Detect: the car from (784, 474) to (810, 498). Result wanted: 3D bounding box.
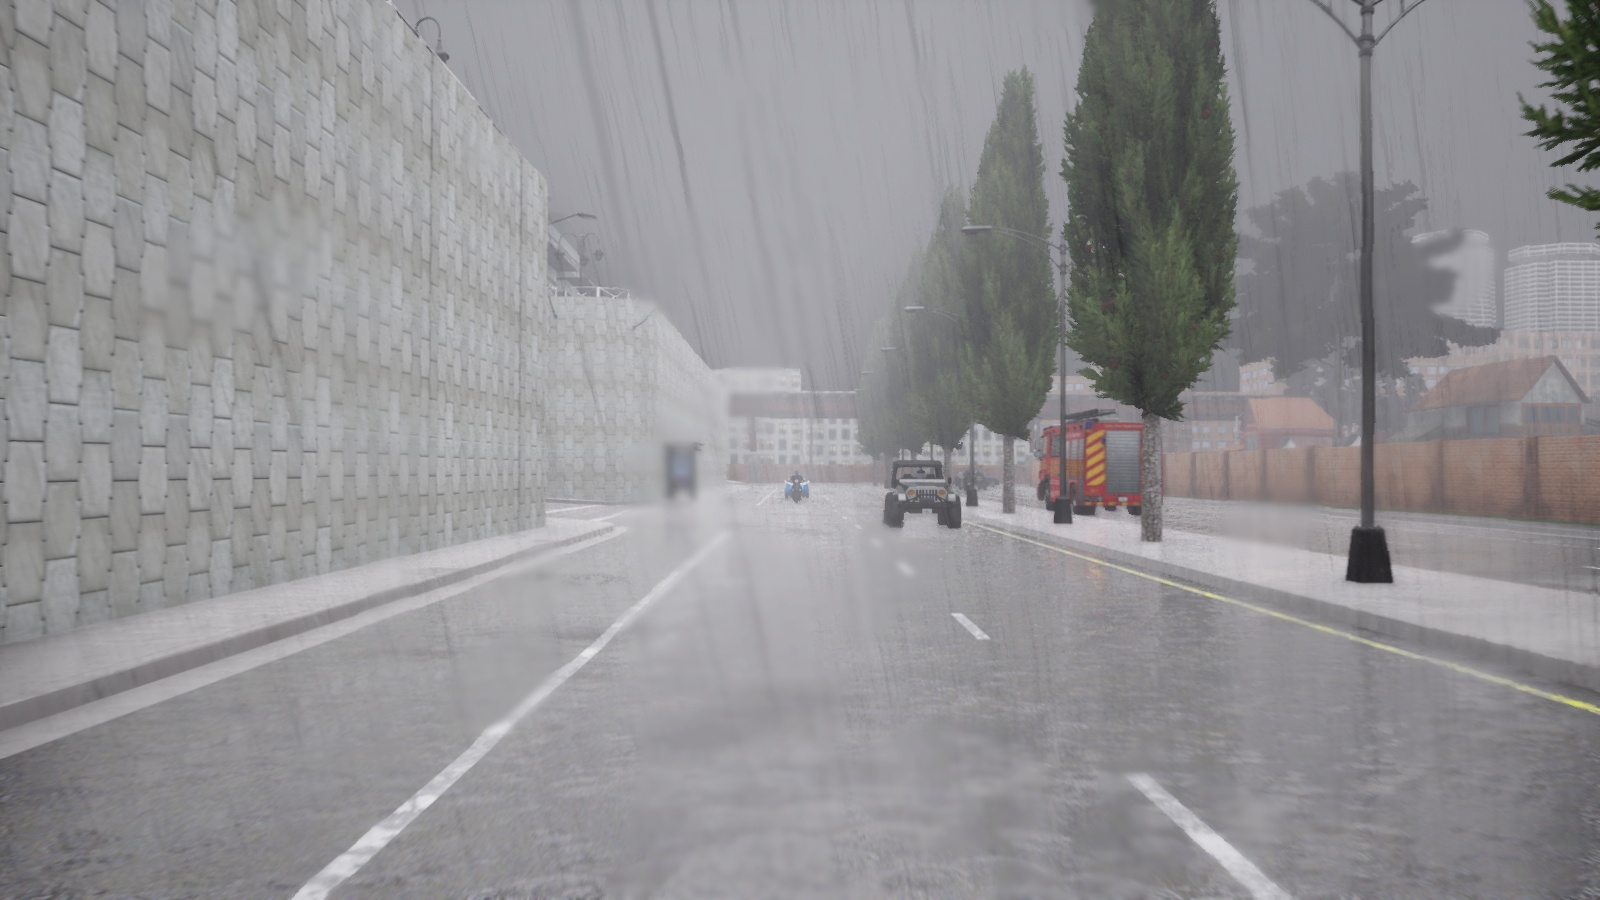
[{"bbox_3d":[-0.150,2.086,72.657,1.481,1.376,2.207,0,-1,0],"label":"car"}]

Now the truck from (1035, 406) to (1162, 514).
[{"bbox_3d":[11.377,0.420,48.744,2.891,3.827,8.468,0,-1,0],"label":"truck"}]

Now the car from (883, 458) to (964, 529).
[{"bbox_3d":[3.414,1.188,35.351,1.905,1.878,3.866,0,-1,0],"label":"car"}]

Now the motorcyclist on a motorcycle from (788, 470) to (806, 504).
[{"bbox_3d":[-0.147,1.781,60.445,0.866,1.590,1.817,0,-1,0],"label":"motorcyclist on a motorcycle"}]
